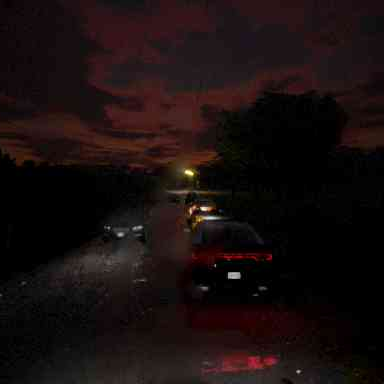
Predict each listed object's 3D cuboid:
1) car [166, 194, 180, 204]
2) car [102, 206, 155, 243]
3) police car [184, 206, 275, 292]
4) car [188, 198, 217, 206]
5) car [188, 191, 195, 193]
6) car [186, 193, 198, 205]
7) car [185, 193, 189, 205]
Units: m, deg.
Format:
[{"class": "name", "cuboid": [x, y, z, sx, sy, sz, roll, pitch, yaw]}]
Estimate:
[{"class": "car", "cuboid": [-2.796, 0.974, 49.129, 1.882, 1.535, 5.008, 0, 1, 0]}, {"class": "car", "cuboid": [-2.864, 1.432, 15.792, 2.128, 1.511, 4.902, 0, 0, 0]}, {"class": "police car", "cuboid": [0.816, 1.402, 9.040, 1.930, 1.638, 5.238, 0, 0, 0]}, {"class": "car", "cuboid": [0.807, 1.368, 19.120, 1.801, 1.575, 5.366, 0, 1, 0]}, {"class": "car", "cuboid": [-0.061, 0.574, 65.745, 2.033, 1.411, 5.357, 0, 2, 0]}, {"class": "car", "cuboid": [0.801, 1.211, 24.901, 2.097, 1.767, 4.553, 0, 1, 0]}, {"class": "car", "cuboid": [-0.003, 1.150, 46.640, 1.895, 1.301, 4.718, 0, 1, 1]}]
